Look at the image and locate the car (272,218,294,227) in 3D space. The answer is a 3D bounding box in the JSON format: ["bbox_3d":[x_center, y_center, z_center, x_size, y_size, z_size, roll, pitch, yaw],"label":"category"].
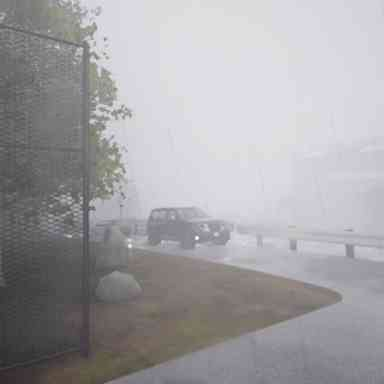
[{"bbox_3d":[12.213,4.512,41.165,1.946,1.575,5.366,0,0,36],"label":"car"}]

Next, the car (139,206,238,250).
[{"bbox_3d":[-0.431,1.776,17.333,2.150,2.045,5.566,-1,-4,-34],"label":"car"}]

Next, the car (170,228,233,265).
[{"bbox_3d":[0.935,4.436,27.885,2.435,2.045,5.566,-1,1,36],"label":"car"}]

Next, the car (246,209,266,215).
[{"bbox_3d":[12.341,5.153,70.920,5.366,1.575,1.946,2,0,36],"label":"car"}]

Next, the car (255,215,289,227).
[{"bbox_3d":[10.693,4.390,43.802,2.185,1.767,4.553,0,0,36],"label":"car"}]

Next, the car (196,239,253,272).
[{"bbox_3d":[2.623,4.718,25.377,2.163,1.488,4.792,-1,1,36],"label":"car"}]

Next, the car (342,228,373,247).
[{"bbox_3d":[17.241,4.517,33.943,2.097,1.535,5.008,0,0,36],"label":"car"}]

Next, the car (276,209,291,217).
[{"bbox_3d":[19.677,5.360,76.132,5.008,1.535,2.097,1,0,36],"label":"car"}]

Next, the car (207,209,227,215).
[{"bbox_3d":[6.813,5.312,89.320,4.892,1.521,2.231,0,-1,35],"label":"car"}]

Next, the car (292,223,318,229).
[{"bbox_3d":[13.958,4.517,38.864,2.231,1.521,4.892,0,0,36],"label":"car"}]

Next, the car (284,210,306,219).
[{"bbox_3d":[24.628,5.355,79.556,4.553,1.767,2.185,1,0,36],"label":"car"}]

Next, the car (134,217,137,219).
[{"bbox_3d":[-9.164,4.435,42.908,2.435,2.045,5.566,0,1,36],"label":"car"}]

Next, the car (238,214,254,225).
[{"bbox_3d":[7.384,4.554,48.697,2.002,1.452,4.674,0,0,36],"label":"car"}]

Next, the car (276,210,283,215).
[{"bbox_3d":[17.176,5.337,74.430,4.674,1.452,2.002,1,0,36],"label":"car"}]

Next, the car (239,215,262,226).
[{"bbox_3d":[9.031,4.516,46.241,2.231,1.521,4.892,0,0,36],"label":"car"}]

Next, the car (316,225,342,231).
[{"bbox_3d":[15.615,4.546,36.424,2.163,1.488,4.792,0,0,36],"label":"car"}]

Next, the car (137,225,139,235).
[{"bbox_3d":[-4.137,4.562,35.376,2.185,1.767,4.553,-1,1,36],"label":"car"}]

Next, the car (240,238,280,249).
[{"bbox_3d":[4.261,4.439,22.810,2.435,2.045,5.566,0,1,36],"label":"car"}]

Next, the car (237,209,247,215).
[{"bbox_3d":[5.750,4.262,51.184,2.435,2.045,5.566,0,0,36],"label":"car"}]

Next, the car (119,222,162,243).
[{"bbox_3d":[-5.775,4.560,37.935,2.185,1.767,4.553,0,1,36],"label":"car"}]

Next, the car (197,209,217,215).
[{"bbox_3d":[4.010,5.243,87.408,4.892,1.521,2.231,0,-2,36],"label":"car"}]

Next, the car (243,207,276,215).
[{"bbox_3d":[14.718,4.977,72.721,5.566,2.045,2.435,2,0,36],"label":"car"}]

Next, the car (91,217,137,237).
[{"bbox_3d":[-6.478,2.922,26.484,1.895,1.301,4.718,-1,-4,-33],"label":"car"}]

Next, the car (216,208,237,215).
[{"bbox_3d":[9.452,5.378,91.350,5.366,1.575,1.946,0,-1,36],"label":"car"}]

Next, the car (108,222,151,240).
[{"bbox_3d":[-7.478,4.687,40.422,2.231,1.521,4.892,-1,1,36],"label":"car"}]
